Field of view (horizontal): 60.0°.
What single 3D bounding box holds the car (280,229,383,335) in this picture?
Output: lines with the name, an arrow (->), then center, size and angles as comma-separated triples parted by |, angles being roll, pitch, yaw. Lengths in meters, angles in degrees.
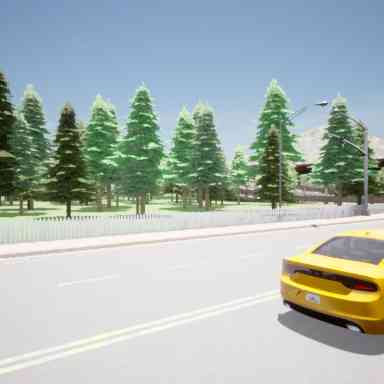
car -> 3.878, 1.478, 6.519 | 5.008, 1.535, 1.882 | 0, 0, -35
